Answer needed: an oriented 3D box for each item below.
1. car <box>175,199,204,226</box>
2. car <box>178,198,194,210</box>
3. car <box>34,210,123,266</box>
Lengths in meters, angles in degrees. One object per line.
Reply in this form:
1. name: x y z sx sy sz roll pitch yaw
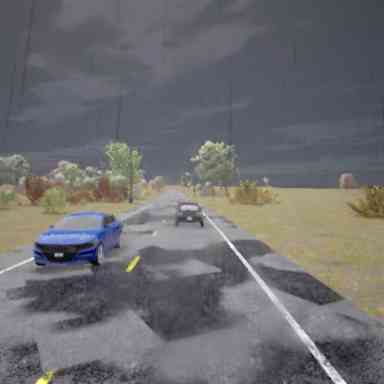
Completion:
1. car: -0.197 1.479 22.931 1.812 1.442 4.674 0 0 -1
2. car: -0.853 1.500 41.978 1.895 1.301 4.718 0 0 -2
3. car: -3.698 1.457 11.653 1.882 1.535 5.008 0 0 -1
